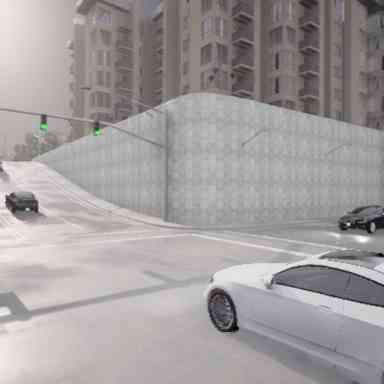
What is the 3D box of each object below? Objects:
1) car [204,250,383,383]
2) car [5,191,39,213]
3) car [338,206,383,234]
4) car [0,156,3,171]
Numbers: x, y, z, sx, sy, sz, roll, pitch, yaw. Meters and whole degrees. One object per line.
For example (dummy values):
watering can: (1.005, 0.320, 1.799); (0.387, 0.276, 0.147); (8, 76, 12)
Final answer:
car: (2.107, 1.553, 4.624); (1.812, 1.442, 4.674); (0, 0, -36)
car: (-13.407, 0.691, 26.202); (1.837, 1.490, 4.892); (0, 7, -36)
car: (10.890, 1.619, 20.375); (4.892, 1.490, 1.837); (0, 0, -36)
car: (-27.336, -4.198, 45.616); (2.150, 2.045, 5.566); (0, 12, -36)
